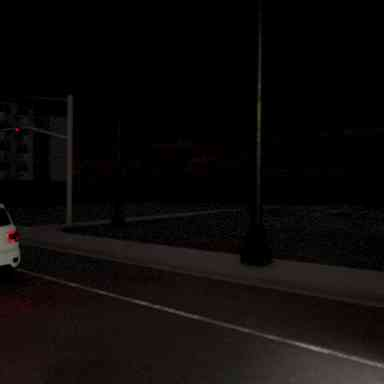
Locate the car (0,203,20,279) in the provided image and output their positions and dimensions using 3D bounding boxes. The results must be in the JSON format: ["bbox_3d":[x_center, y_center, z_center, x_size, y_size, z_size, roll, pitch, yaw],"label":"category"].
[{"bbox_3d":[-6.808,1.228,8.846,5.566,2.045,2.150,0,0,36],"label":"car"}]
